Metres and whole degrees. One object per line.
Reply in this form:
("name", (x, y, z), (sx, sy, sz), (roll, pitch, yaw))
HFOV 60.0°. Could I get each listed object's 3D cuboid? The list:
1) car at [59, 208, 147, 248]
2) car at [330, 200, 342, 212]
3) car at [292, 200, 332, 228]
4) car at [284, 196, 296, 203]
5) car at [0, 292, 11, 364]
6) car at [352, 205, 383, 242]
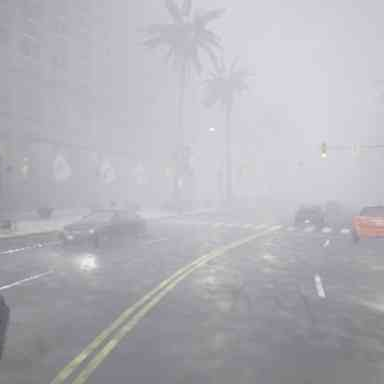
("car", (-3.679, 1.471, 14.704), (1.812, 1.442, 4.674), (0, 0, 23))
("car", (16.904, 1.649, 40.095), (1.994, 1.385, 4.181), (1, 0, 27))
("car", (8.124, 1.542, 22.544), (1.837, 1.490, 4.892), (1, 0, 26))
("car", (21.118, 1.587, 71.287), (2.161, 1.482, 4.786), (1, 0, 26))
("car", (-3.248, 1.474, 1.995), (1.837, 1.490, 4.892), (0, 0, 6))
("car", (9.045, 1.405, 16.278), (2.097, 1.767, 4.553), (1, 0, 26))
